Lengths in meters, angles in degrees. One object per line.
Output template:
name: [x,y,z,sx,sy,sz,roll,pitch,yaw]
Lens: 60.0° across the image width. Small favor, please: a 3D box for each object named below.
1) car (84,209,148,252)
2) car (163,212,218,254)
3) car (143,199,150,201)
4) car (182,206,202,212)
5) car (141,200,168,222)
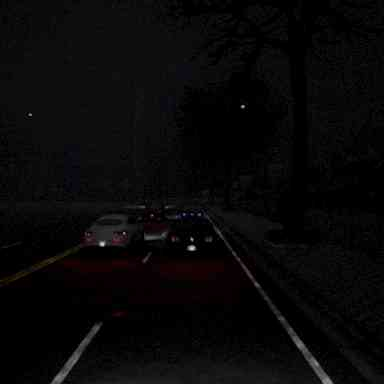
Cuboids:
car: [-3.244,1.665,14.381,1.812,1.442,4.674,0,0,0]
car: [0.003,1.738,14.115,1.895,1.301,4.718,0,-1,0]
car: [-9.747,2.268,71.795,1.882,1.535,5.008,0,-1,0]
car: [0.003,1.894,29.117,1.895,1.301,4.718,0,-1,0]
car: [-3.242,1.775,29.492,1.882,1.535,5.008,0,0,0]
